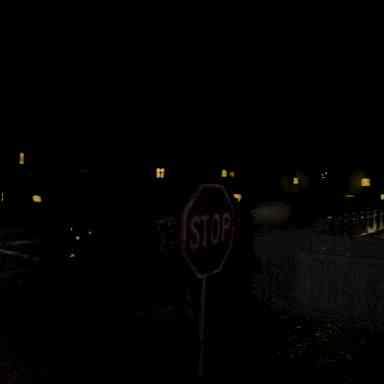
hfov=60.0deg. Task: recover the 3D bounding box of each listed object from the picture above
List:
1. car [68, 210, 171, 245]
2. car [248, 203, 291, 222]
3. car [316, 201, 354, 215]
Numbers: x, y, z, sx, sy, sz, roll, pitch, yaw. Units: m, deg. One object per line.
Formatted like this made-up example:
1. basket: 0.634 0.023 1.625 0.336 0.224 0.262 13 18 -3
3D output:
1. car: -3.336 1.611 16.554 2.033 1.411 5.357 3 2 38
2. car: 6.687 1.642 28.216 1.812 1.442 4.674 3 2 44
3. car: 16.008 1.745 36.975 5.357 1.411 2.033 0 2 -40
